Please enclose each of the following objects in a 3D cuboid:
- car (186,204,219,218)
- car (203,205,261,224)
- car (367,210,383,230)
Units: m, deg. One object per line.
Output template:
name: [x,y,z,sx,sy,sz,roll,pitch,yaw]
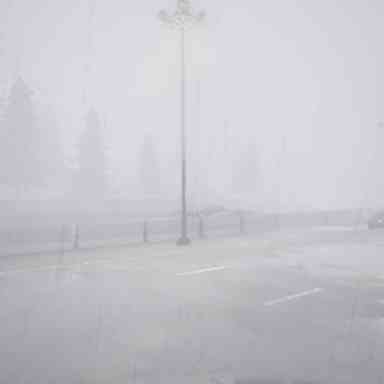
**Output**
car: [1.558,1.842,31.568,5.008,1.535,1.882,1,-2,-41]
car: [3.849,2.088,28.913,5.357,1.411,2.033,1,-2,-41]
car: [14.350,1.989,24.069,4.181,1.385,1.994,1,-2,-43]
